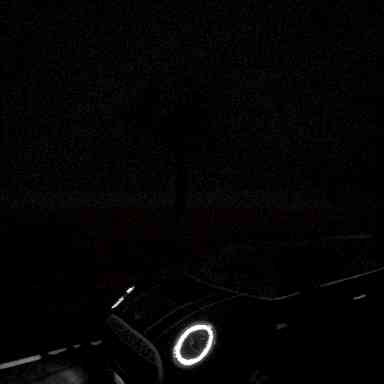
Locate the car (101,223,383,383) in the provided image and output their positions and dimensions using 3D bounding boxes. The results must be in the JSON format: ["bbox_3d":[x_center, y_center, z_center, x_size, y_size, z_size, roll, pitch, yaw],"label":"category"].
[{"bbox_3d":[1.108,1.383,4.711,4.553,1.767,2.097,1,0,-35],"label":"car"}]
